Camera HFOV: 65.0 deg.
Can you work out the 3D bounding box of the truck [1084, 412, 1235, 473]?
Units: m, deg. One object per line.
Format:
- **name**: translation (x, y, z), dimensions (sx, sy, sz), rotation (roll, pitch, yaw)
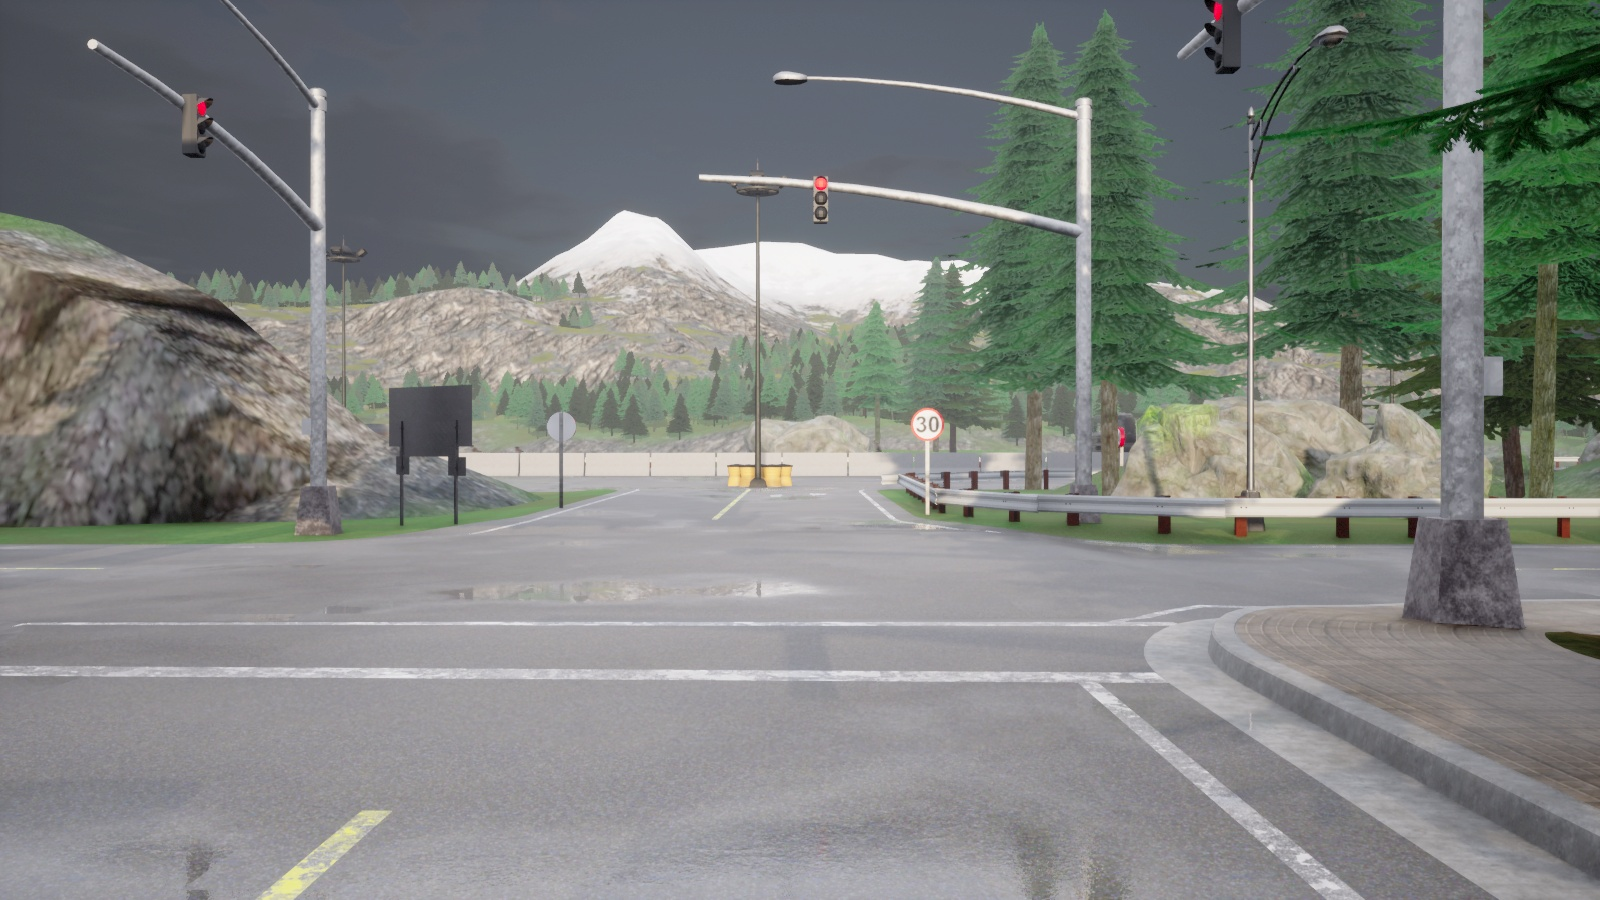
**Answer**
- **truck**: translation (20.797, -0.435, 73.027), dimensions (7.936, 3.462, 2.891), rotation (0, 0, 0)
